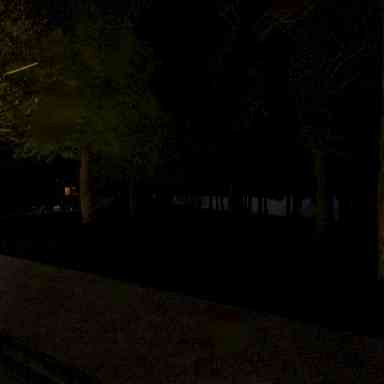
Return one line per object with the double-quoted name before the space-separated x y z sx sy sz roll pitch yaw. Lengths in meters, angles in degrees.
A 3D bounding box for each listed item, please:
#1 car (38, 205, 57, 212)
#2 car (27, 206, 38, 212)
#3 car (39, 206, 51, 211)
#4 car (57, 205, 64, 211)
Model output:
"car" -33.436 3.884 77.240 1.837 1.490 4.892 0 -2 -9
"car" -36.705 3.910 77.083 1.837 1.490 4.892 0 -2 -9
"car" -38.355 4.273 86.988 1.994 1.385 4.181 0 -2 -9
"car" -35.149 4.236 87.523 2.128 1.511 4.902 0 -2 -9
